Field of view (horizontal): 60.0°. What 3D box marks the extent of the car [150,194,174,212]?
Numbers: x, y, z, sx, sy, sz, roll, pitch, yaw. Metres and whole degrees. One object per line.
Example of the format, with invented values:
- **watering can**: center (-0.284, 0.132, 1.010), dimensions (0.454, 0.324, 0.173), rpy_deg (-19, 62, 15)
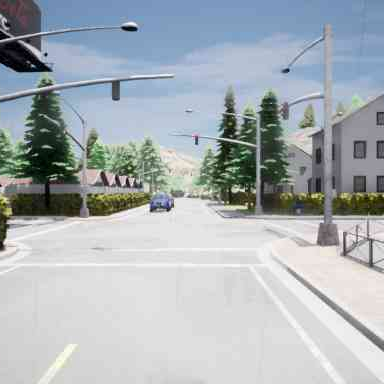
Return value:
- **car**: center (-3.612, 1.221, 39.025), dimensions (2.150, 2.045, 5.566), rpy_deg (0, 0, 0)
